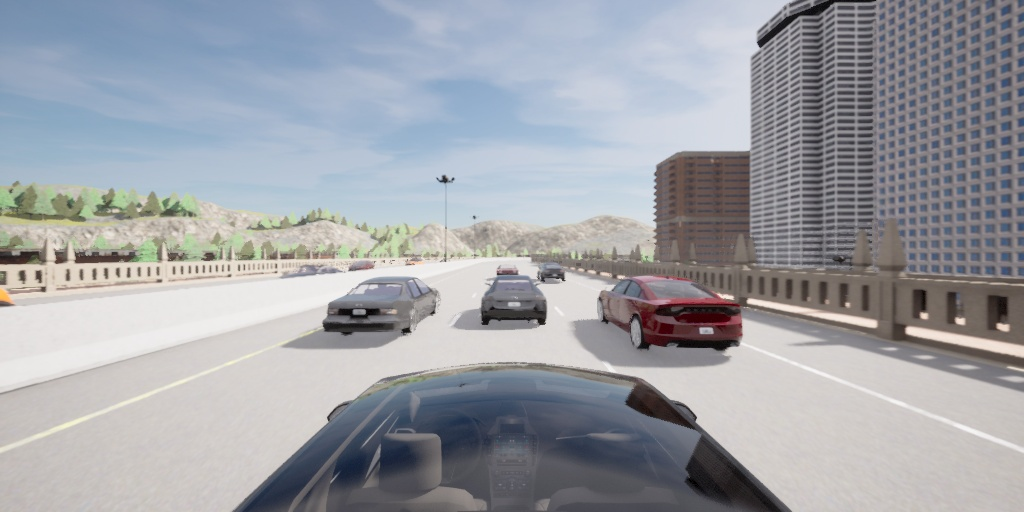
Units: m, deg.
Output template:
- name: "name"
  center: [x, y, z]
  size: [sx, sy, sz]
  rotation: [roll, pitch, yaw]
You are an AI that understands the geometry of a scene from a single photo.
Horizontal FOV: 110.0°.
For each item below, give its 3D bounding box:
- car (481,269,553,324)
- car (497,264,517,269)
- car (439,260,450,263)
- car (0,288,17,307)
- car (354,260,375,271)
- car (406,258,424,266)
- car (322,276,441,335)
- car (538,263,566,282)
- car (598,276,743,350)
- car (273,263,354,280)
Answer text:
- name: "car"
  center: [0.034, 1.314, 11.979]
  size: [1.994, 1.385, 4.181]
  rotation: [0, 0, -1]
- name: "car"
  center: [-0.435, 1.352, 31.765]
  size: [1.895, 1.301, 4.718]
  rotation: [0, 0, -2]
- name: "car"
  center: [-11.952, 1.409, 63.623]
  size: [1.895, 1.301, 4.718]
  rotation: [0, 0, -2]
- name: "car"
  center: [-14.129, 1.103, 7.462]
  size: [2.097, 1.767, 4.553]
  rotation: [0, 0, 0]
- name: "car"
  center: [-18.461, 1.278, 44.397]
  size: [1.812, 1.442, 4.674]
  rotation: [0, 0, -1]
- name: "car"
  center: [-15.261, 1.104, 56.647]
  size: [2.097, 1.767, 4.553]
  rotation: [0, 0, -1]
- name: "car"
  center: [-3.439, 1.298, 10.523]
  size: [2.033, 1.411, 5.357]
  rotation: [0, 0, -1]
- name: "car"
  center: [3.139, 1.276, 29.119]
  size: [1.812, 1.442, 4.674]
  rotation: [0, 0, -2]
- name: "car"
  center: [3.569, 1.228, 9.086]
  size: [1.882, 1.535, 5.008]
  rotation: [0, 0, 0]
- name: "car"
  center: [-10.793, 1.243, 19.328]
  size: [2.128, 1.511, 4.902]
  rotation: [0, 0, -1]
